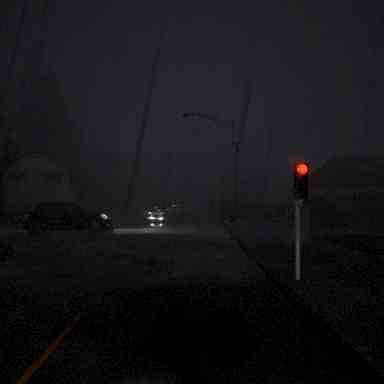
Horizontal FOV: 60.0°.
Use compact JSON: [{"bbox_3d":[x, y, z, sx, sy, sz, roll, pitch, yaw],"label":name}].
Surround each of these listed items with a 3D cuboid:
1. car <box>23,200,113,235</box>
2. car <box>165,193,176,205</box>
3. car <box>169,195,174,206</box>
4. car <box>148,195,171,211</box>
[{"bbox_3d":[-6.774,1.351,18.575,4.553,1.767,2.097,0,0,-12],"label":"car"},{"bbox_3d":[-4.049,1.222,61.142,2.150,2.045,5.566,0,0,0],"label":"car"},{"bbox_3d":[-4.076,1.525,50.018,1.812,1.442,4.674,0,0,0],"label":"car"},{"bbox_3d":[-4.088,1.491,40.013,2.128,1.511,4.902,0,0,0],"label":"car"}]
